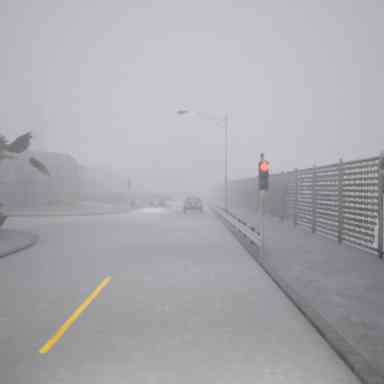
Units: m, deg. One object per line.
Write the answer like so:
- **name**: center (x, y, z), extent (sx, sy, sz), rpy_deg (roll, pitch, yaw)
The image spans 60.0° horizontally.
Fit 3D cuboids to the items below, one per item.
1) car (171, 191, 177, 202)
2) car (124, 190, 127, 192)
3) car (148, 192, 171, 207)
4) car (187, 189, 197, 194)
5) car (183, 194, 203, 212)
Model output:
- **car**: center (-4.081, 0.802, 57.075), extent (1.882, 1.535, 5.008), rpy_deg (0, 1, 0)
- **car**: center (-17.307, 0.198, 79.144), extent (3.633, 1.501, 1.845), rpy_deg (0, 1, 0)
- **car**: center (-4.105, 1.018, 39.932), extent (2.128, 1.511, 4.902), rpy_deg (0, 1, 0)
- **car**: center (-0.025, 0.736, 68.697), extent (2.033, 1.411, 5.357), rpy_deg (0, 1, 0)
- **car**: center (0.091, 1.163, 32.469), extent (2.033, 1.411, 5.357), rpy_deg (0, 1, 0)
